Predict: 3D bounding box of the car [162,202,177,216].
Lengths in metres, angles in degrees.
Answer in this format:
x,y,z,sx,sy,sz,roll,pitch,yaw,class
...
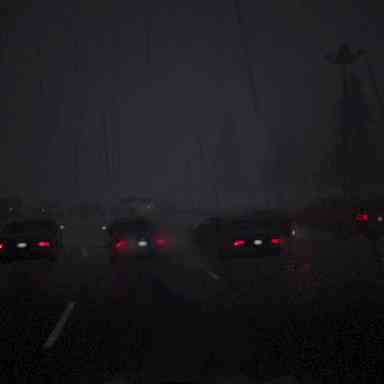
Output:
x,y,z,sx,sy,sz,roll,pitch,yaw,class
-3.480,1.774,34.890,1.994,1.385,4.181,0,0,-42,car

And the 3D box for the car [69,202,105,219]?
x,y,z,sx,sy,sz,roll,pitch,yaw,class
-9.968,1.708,31.243,2.128,1.511,4.902,0,-1,-44,car

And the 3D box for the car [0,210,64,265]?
x,y,z,sx,sy,sz,roll,pitch,yaw,class
-5.857,1.642,12.232,2.033,1.411,5.357,0,0,-19,car

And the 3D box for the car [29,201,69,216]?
x,y,z,sx,sy,sz,roll,pitch,yaw,class
-13.170,1.573,29.473,2.097,1.767,4.553,0,0,-45,car

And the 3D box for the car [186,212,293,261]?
x,y,z,sx,sy,sz,roll,pitch,yaw,class
1.313,1.613,12.645,2.033,1.411,5.357,0,0,-17,car

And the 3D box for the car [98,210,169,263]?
x,y,z,sx,sy,sz,roll,pitch,yaw,class
-2.259,1.627,12.412,2.033,1.411,5.357,0,0,-18,car

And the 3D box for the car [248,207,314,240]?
x,y,z,sx,sy,sz,roll,pitch,yaw,class
3.681,1.584,16.975,1.837,1.490,4.892,0,-1,-20,car

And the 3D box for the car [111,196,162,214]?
x,y,z,sx,sy,sz,roll,pitch,yaw,class
-5.716,1.426,32.262,2.150,2.045,5.566,0,-1,-42,car

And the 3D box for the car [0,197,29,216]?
x,y,z,sx,sy,sz,roll,pitch,yaw,class
-15.888,1.443,27.460,5.566,2.045,2.150,0,-1,43,car

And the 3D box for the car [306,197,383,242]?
x,y,z,sx,sy,sz,roll,pitch,yaw,class
7.388,1.287,17.179,2.150,2.045,5.566,0,0,-20,car
